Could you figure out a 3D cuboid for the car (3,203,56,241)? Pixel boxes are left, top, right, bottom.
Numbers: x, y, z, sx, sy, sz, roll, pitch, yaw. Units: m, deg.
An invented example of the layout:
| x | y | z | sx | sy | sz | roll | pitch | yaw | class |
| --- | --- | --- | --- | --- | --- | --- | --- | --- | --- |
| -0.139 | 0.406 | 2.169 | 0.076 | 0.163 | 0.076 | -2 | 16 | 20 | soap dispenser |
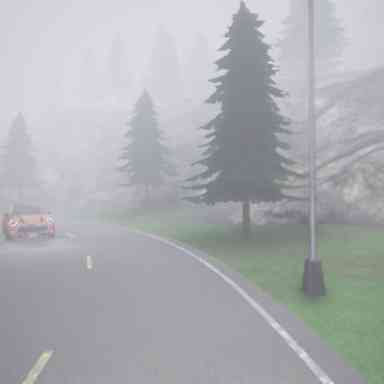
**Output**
| x | y | z | sx | sy | sz | roll | pitch | yaw | class |
| --- | --- | --- | --- | --- | --- | --- | --- | --- | --- |
| -8.491 | 1.398 | 17.214 | 2.097 | 1.767 | 4.553 | -1 | 0 | -32 | car |
